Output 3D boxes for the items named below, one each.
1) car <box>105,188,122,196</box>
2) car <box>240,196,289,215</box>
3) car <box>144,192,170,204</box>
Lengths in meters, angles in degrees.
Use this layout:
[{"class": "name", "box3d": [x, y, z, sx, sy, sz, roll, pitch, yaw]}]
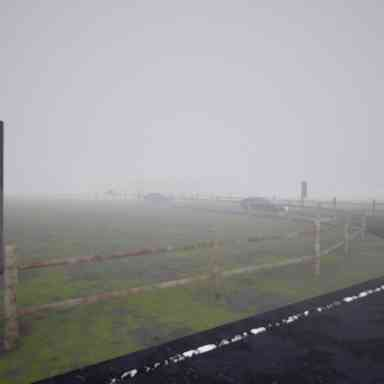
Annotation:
[{"class": "car", "box3d": [-13.556, 0.157, 57.240, 1.837, 1.490, 4.892, 0, 1, -35]}, {"class": "car", "box3d": [6.329, 1.147, 29.152, 2.128, 1.511, 4.902, 0, 1, -35]}, {"class": "car", "box3d": [-4.654, 0.794, 44.582, 1.882, 1.535, 5.008, 0, 1, -35]}]
